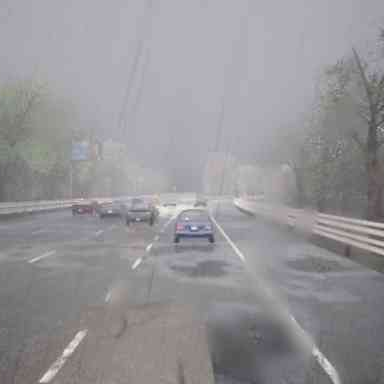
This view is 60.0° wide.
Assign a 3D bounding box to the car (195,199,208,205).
[{"bbox_3d":[1.545,1.697,53.596,1.895,1.301,4.718,0,0,6],"label":"car"}]

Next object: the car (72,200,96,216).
[{"bbox_3d":[-10.412,1.537,33.429,1.882,1.535,5.008,0,0,0],"label":"car"}]

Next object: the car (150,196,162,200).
[{"bbox_3d":[-6.923,1.591,63.610,1.882,1.535,5.008,0,0,0],"label":"car"}]

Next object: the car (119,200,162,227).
[{"bbox_3d":[-3.409,1.534,23.488,2.128,1.511,4.902,0,0,0],"label":"car"}]

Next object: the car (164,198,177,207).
[{"bbox_3d":[-3.420,1.697,53.610,1.895,1.301,4.718,0,0,0],"label":"car"}]

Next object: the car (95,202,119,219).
[{"bbox_3d":[-6.911,1.618,30.022,1.994,1.385,4.181,0,0,0],"label":"car"}]

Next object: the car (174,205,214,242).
[{"bbox_3d":[0.093,1.577,16.583,2.033,1.411,5.357,0,0,0],"label":"car"}]

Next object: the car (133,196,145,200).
[{"bbox_3d":[-10.425,1.621,65.020,1.837,1.490,4.892,0,0,0],"label":"car"}]
